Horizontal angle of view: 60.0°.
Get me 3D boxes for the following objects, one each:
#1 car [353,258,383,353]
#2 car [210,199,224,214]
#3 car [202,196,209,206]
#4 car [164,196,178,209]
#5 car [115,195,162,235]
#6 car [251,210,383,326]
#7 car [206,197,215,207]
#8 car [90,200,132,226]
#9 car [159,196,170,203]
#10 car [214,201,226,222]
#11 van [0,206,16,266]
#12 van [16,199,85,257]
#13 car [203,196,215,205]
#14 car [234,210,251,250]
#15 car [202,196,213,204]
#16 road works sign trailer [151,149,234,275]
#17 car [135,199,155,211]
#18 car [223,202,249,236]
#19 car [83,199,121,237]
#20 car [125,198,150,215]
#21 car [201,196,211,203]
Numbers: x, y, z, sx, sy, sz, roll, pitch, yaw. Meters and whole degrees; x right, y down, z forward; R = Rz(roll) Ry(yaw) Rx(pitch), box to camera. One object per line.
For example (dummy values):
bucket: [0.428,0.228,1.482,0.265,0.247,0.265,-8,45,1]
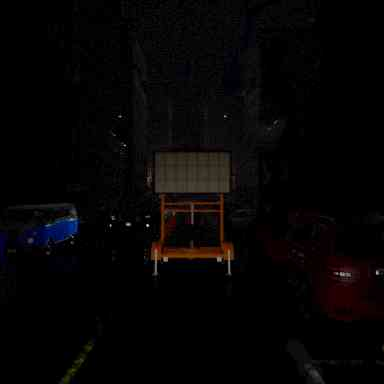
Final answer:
car: [2.852,1.525,1.581,1.752,1.417,4.829,-1,0,0]
car: [2.878,1.551,29.340,1.947,1.339,4.313,-1,0,0]
car: [2.898,1.517,51.684,2.008,1.369,4.403,-1,0,0]
car: [-2.971,1.463,45.935,2.128,1.511,4.902,0,0,0]
car: [-3.091,1.213,18.918,2.150,2.045,5.566,0,0,0]
car: [2.854,1.313,6.997,2.192,1.841,5.009,-1,0,0]
car: [2.883,1.532,34.926,2.008,1.369,4.403,-1,0,0]
car: [-5.664,1.429,23.760,1.967,1.590,4.097,-1,0,0]
car: [-5.631,1.490,68.446,1.887,1.381,4.507,-1,0,0]
car: [2.873,1.555,23.754,1.947,1.339,4.313,-1,0,0]
van: [-5.676,1.339,7.003,1.690,1.788,3.998,-1,0,0]
van: [-5.672,1.336,12.589,1.690,1.788,3.998,-1,0,0]
car: [2.903,1.485,57.439,1.752,1.417,4.829,-1,0,0]
car: [2.863,1.577,12.582,1.802,1.307,4.206,-1,0,0]
car: [2.909,1.518,62.856,1.947,1.339,4.313,-1,0,0]
road works sign trailer: [0.011,0.461,10.400,2.380,3.560,2.880,0,0,0]
car: [-5.650,1.559,40.518,1.802,1.307,4.206,-1,0,0]
car: [2.867,1.517,18.339,1.752,1.417,4.829,-1,0,0]
car: [-5.669,1.307,18.175,2.192,1.841,5.009,-1,0,0]
car: [-5.656,1.421,34.931,1.967,1.590,4.097,-1,0,0]
car: [2.914,1.527,68.441,1.802,1.307,4.206,-1,0,0]
